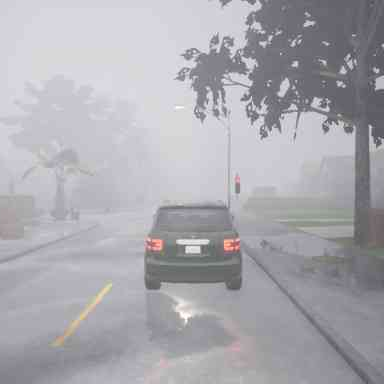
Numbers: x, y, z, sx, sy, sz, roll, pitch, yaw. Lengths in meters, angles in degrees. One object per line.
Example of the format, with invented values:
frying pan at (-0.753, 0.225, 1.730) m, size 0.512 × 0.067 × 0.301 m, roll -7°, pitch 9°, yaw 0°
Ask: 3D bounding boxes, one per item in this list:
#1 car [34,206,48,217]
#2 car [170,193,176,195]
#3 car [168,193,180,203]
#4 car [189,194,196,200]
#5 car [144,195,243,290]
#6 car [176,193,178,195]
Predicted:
car at (-15.154, 1.504, 28.923) m, size 4.892 × 1.490 × 1.837 m, roll 0°, pitch 0°, yaw 0°
car at (-4.046, 1.352, 52.444) m, size 2.097 × 1.767 × 4.553 m, roll 0°, pitch 0°, yaw 0°
car at (-3.935, 1.225, 73.359) m, size 2.150 × 2.045 × 5.566 m, roll 0°, pitch 0°, yaw 0°
car at (0.078, 1.356, 88.161) m, size 1.812 × 1.442 × 4.674 m, roll 0°, pitch 0°, yaw 0°
car at (0.045, 1.221, 9.205) m, size 2.150 × 2.045 × 5.566 m, roll 0°, pitch 0°, yaw 1°
car at (-4.003, 1.491, 62.846) m, size 2.128 × 1.511 × 4.902 m, roll 0°, pitch 0°, yaw 0°
